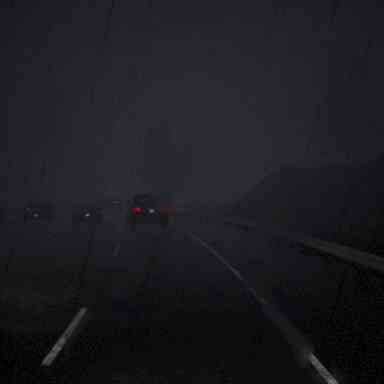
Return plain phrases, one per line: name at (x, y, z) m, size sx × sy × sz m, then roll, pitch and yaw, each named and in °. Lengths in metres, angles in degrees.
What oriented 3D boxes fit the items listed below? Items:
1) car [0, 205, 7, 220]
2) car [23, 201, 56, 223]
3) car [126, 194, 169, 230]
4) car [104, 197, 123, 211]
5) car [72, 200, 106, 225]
car at (-14.837, 1.445, 24.232) m, size 1.812 × 1.442 × 4.674 m, roll 0°, pitch 0°, yaw -19°
car at (-11.450, 1.398, 25.072) m, size 2.128 × 1.511 × 4.902 m, roll 0°, pitch 0°, yaw -18°
car at (-2.858, 1.128, 20.775) m, size 2.150 × 2.045 × 5.566 m, roll 0°, pitch 0°, yaw -14°
car at (-9.301, 1.329, 38.181) m, size 2.128 × 1.511 × 4.902 m, roll 0°, pitch 0°, yaw -26°
car at (-7.354, 1.468, 23.625) m, size 1.994 × 1.385 × 4.181 m, roll 0°, pitch 0°, yaw -16°
